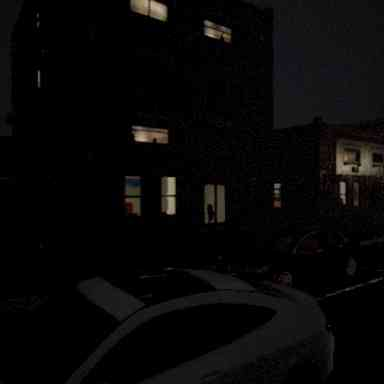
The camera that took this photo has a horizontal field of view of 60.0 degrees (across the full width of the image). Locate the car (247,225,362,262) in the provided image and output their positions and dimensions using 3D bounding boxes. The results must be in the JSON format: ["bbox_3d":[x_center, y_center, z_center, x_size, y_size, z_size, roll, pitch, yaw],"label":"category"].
[{"bbox_3d":[2.558,1.541,8.382,4.403,1.369,2.008,0,0,-35],"label":"car"}]

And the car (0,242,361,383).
[{"bbox_3d":[-0.585,1.524,2.960,4.674,1.442,1.812,0,0,-35],"label":"car"}]
